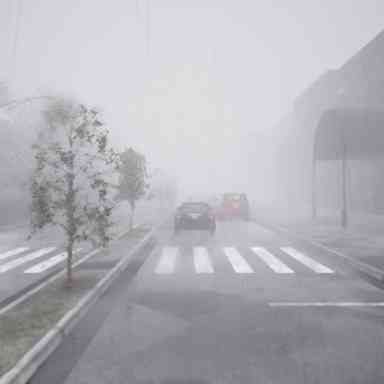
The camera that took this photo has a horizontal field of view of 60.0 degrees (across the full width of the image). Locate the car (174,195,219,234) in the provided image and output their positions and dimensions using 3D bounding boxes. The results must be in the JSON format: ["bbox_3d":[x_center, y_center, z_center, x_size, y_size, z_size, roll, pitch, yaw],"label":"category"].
[{"bbox_3d":[0.147,1.240,18.439,2.097,1.767,4.553,0,0,0],"label":"car"}]

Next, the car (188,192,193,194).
[{"bbox_3d":[1.047,0.894,81.657,2.231,1.521,4.892,0,0,-5],"label":"car"}]

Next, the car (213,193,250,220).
[{"bbox_3d":[3.115,1.069,26.056,2.435,2.045,5.566,0,0,0],"label":"car"}]

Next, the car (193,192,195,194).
[{"bbox_3d":[2.010,0.865,70.553,2.185,1.767,4.553,0,0,-4],"label":"car"}]

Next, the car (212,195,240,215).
[{"bbox_3d":[3.129,1.158,31.542,2.185,1.767,4.553,0,0,0],"label":"car"}]

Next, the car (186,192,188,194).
[{"bbox_3d":[0.459,0.841,87.188,2.097,1.535,5.008,0,1,-6],"label":"car"}]

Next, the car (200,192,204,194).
[{"bbox_3d":[2.894,1.154,53.947,2.163,1.488,4.792,0,0,-2],"label":"car"}]

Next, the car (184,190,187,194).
[{"bbox_3d":[-0.183,0.789,92.719,2.097,1.535,5.008,0,1,-7],"label":"car"}]
